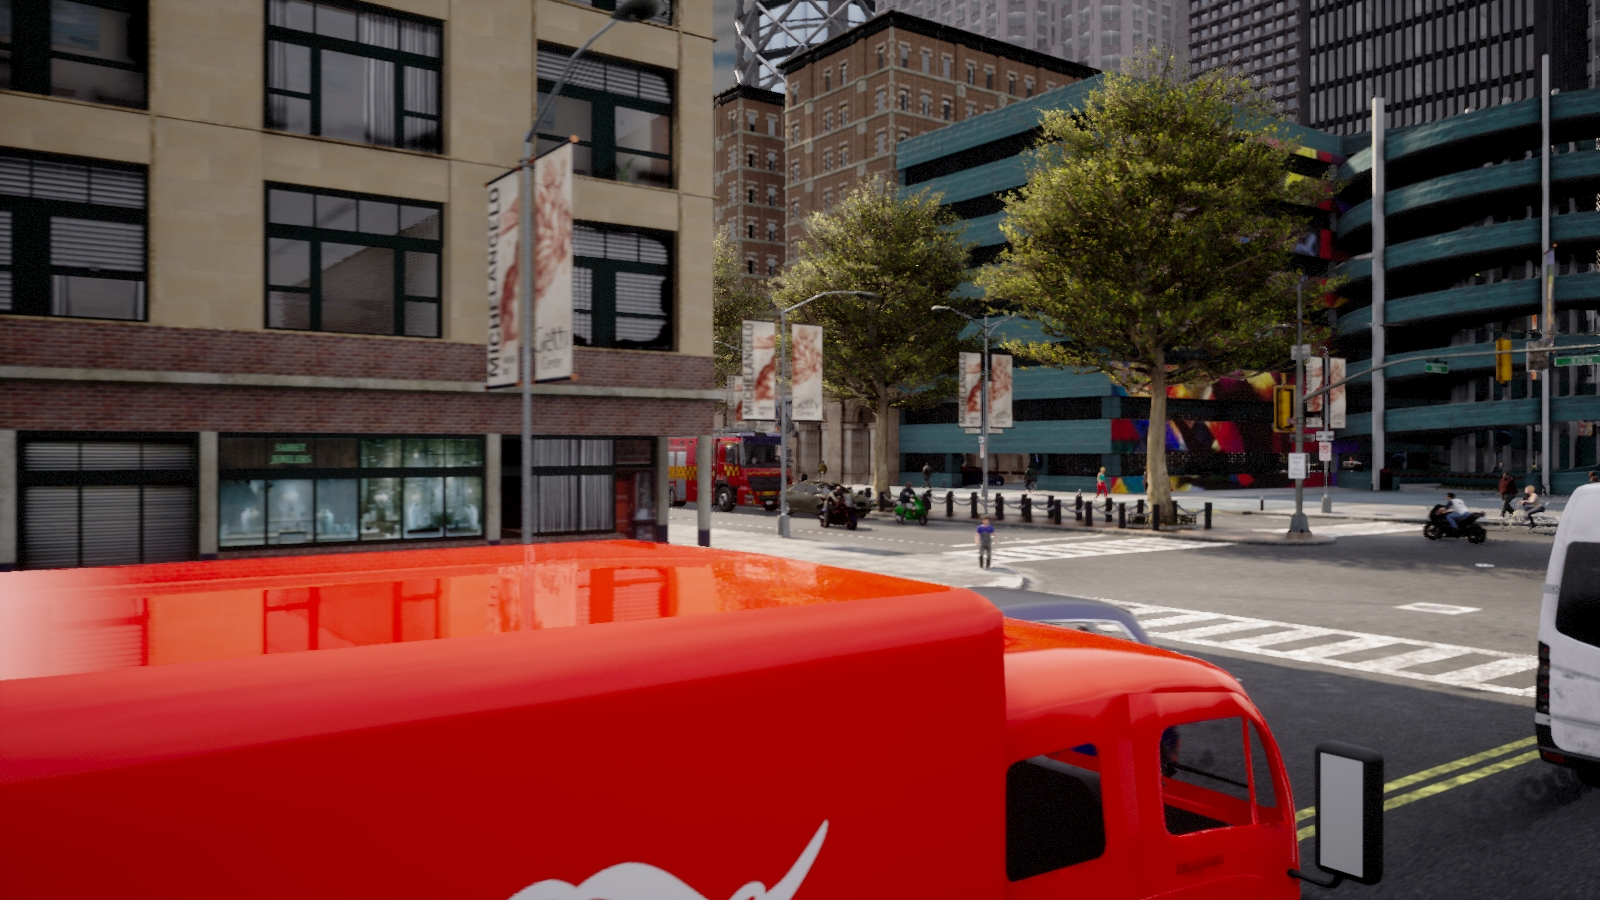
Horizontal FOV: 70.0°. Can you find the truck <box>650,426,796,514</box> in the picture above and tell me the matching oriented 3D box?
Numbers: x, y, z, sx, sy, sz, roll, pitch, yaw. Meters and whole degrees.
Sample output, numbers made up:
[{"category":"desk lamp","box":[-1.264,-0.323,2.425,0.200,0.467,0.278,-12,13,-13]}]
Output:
[{"category":"truck","box":[-3.795,0.887,54.037,2.891,3.827,8.468,0,0,-35]}]

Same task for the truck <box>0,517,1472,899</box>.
[{"category":"truck","box":[-0.719,1.563,3.291,5.204,2.467,2.627,0,0,-35]}]

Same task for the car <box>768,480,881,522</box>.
[{"category":"car","box":[0.945,2.057,47.341,2.231,1.480,4.892,0,0,-35]}]

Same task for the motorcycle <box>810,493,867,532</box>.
[{"category":"motorcycle","box":[1.350,2.202,40.715,0.867,1.251,2.209,0,0,-35]}]

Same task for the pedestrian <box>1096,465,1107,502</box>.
[{"category":"pedestrian","box":[15.150,1.691,57.417,0.375,1.860,0.375,0,0,-30]}]

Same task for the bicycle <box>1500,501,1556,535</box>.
[{"category":"bicycle","box":[24.137,2.250,37.922,1.487,1.080,0.859,0,-2,26]}]

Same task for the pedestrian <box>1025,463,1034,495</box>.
[{"category":"pedestrian","box":[13.408,1.690,66.701,0.375,1.860,0.375,0,0,-31]}]

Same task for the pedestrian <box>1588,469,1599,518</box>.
[{"category":"pedestrian","box":[30.919,1.691,44.392,0.375,1.860,0.375,0,0,-27]}]

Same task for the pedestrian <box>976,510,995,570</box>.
[{"category":"pedestrian","box":[4.073,1.975,25.108,0.375,1.300,0.375,0,0,2]}]

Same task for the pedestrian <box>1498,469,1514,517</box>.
[{"category":"pedestrian","box":[27.637,1.690,44.707,0.375,1.860,0.375,0,0,-24]}]

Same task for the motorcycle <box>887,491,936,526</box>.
[{"category":"motorcycle","box":[4.153,2.178,42.790,0.856,1.236,1.805,0,0,-35]}]

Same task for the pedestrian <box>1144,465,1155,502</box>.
[{"category":"pedestrian","box":[17.747,1.691,57.985,0.375,1.860,0.375,0,0,-20]}]

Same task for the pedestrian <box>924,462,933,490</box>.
[{"category":"pedestrian","box":[8.401,1.690,74.687,0.375,1.860,0.375,0,0,-31]}]

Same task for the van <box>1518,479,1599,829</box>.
[{"category":"van","box":[8.598,1.532,9.852,5.915,2.561,1.988,0,0,-36]}]
